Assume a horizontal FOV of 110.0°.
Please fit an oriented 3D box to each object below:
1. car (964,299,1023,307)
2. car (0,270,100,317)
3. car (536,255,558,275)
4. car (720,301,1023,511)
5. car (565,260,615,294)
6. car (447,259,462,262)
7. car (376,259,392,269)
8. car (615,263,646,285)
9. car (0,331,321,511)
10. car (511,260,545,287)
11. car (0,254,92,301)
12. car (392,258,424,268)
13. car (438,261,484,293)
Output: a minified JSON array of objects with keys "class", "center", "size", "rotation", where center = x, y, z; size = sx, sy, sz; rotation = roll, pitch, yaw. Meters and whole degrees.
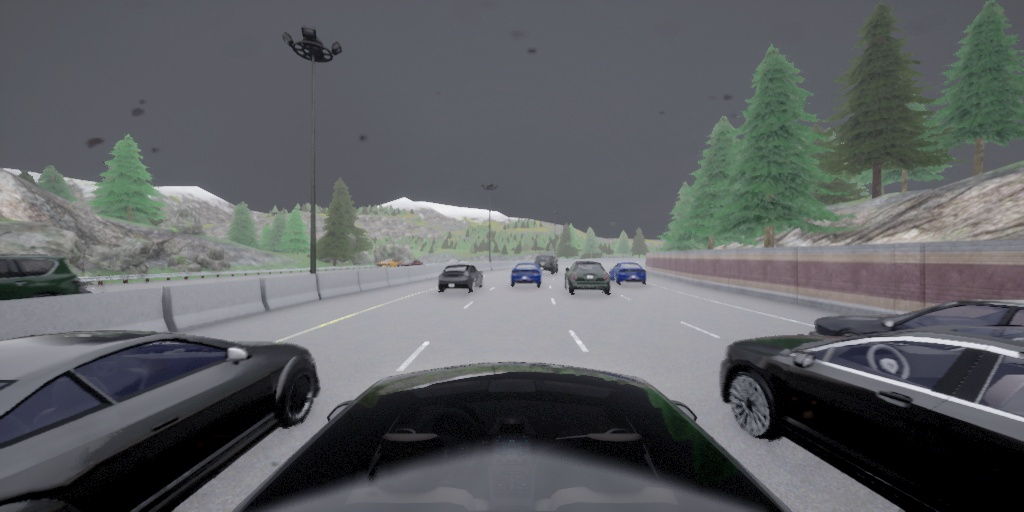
[{"class":"car","center":[6.967,1.295,4.735],"size":[2.033,1.411,5.357],"rotation":[0,0,-1]},{"class":"car","center":[-17.664,1.292,11.764],"size":[2.033,1.411,5.357],"rotation":[0,0,2]},{"class":"car","center":[3.813,0.950,39.568],"size":[2.150,2.045,5.566],"rotation":[0,0,14]},{"class":"car","center":[3.573,1.241,2.518],"size":[2.128,1.511,4.902],"rotation":[0,0,-2]},{"class":"car","center":[4.130,1.090,20.155],"size":[2.097,1.767,4.553],"rotation":[0,0,5]},{"class":"car","center":[-8.019,1.163,50.171],"size":[1.812,1.442,4.674],"rotation":[0,0,16]},{"class":"car","center":[-18.093,1.115,53.133],"size":[1.882,1.535,5.008],"rotation":[0,0,16]},{"class":"car","center":[8.331,1.212,26.008],"size":[1.882,1.535,5.008],"rotation":[0,0,8]},{"class":"car","center":[-3.440,1.313,2.978],"size":[1.994,1.385,4.181],"rotation":[0,0,-2]},{"class":"car","center":[1.082,1.214,24.454],"size":[1.882,1.535,5.008],"rotation":[0,-1,7]},{"class":"car","center":[-14.209,0.968,8.565],"size":[2.150,2.045,5.566],"rotation":[0,0,1]},{"class":"car","center":[-14.735,1.201,52.146],"size":[1.882,1.535,5.008],"rotation":[0,0,16]},{"class":"car","center":[-2.854,1.243,20.758],"size":[1.837,1.490,4.892],"rotation":[0,0,5]}]
